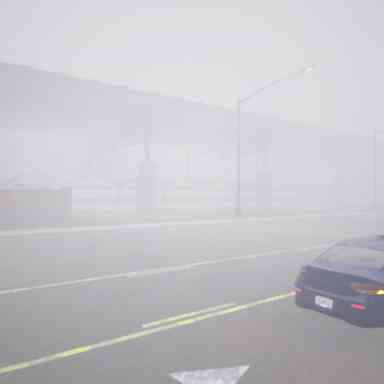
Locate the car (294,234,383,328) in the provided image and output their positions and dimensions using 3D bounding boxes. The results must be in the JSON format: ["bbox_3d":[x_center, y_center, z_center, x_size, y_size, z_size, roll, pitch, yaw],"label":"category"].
[{"bbox_3d":[3.946,1.583,6.562,4.674,1.442,1.812,1,0,-35],"label":"car"}]
